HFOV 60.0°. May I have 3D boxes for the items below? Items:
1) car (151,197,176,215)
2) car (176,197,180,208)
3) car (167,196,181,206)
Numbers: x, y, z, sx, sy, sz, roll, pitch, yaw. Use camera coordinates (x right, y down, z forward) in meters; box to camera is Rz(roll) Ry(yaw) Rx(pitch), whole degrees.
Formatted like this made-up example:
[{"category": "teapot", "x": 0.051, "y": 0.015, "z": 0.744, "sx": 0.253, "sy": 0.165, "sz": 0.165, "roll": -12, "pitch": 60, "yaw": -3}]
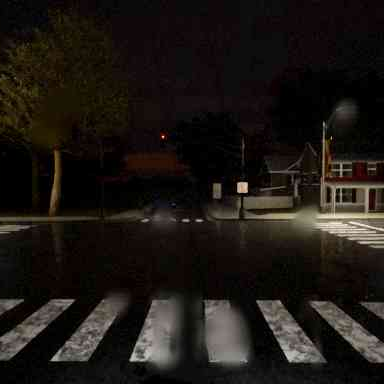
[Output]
[{"category": "car", "x": -2.982, "y": 1.447, "z": 33.834, "sx": 1.882, "sy": 1.535, "sz": 5.008, "roll": 0, "pitch": 0, "yaw": 0}, {"category": "car", "x": -2.945, "y": 1.460, "z": 44.136, "sx": 1.837, "sy": 1.490, "sz": 4.892, "roll": 0, "pitch": 0, "yaw": 0}, {"category": "car", "x": -2.903, "y": 1.484, "z": 54.765, "sx": 2.033, "sy": 1.411, "sz": 5.357, "roll": 0, "pitch": 0, "yaw": 0}]
